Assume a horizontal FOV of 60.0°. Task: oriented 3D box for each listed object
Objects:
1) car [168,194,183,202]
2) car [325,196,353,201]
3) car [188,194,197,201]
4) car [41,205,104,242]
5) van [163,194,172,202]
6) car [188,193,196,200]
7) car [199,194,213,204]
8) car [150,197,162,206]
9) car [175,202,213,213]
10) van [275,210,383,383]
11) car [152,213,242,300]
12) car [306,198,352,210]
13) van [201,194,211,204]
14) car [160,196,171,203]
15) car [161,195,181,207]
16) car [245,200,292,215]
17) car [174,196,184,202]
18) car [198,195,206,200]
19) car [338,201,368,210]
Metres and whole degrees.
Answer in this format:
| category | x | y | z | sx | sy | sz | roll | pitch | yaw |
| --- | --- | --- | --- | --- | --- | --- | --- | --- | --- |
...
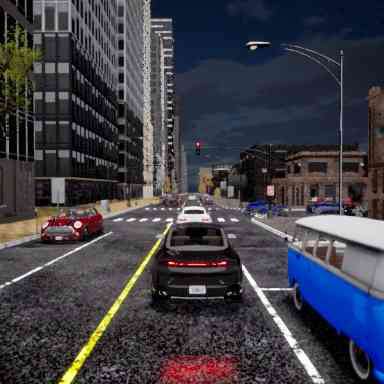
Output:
| category | x | y | z | sx | sy | sz | roll | pitch | yaw |
| --- | --- | --- | --- | --- | --- | --- | --- | --- | --- |
| car | -3.005 | 1.336 | 62.299 | 2.097 | 1.767 | 4.553 | 0 | 0 | 0 |
| car | 16.563 | 1.411 | 39.410 | 5.009 | 1.841 | 2.192 | 1 | 0 | 1 |
| car | 0.075 | 1.504 | 81.023 | 1.812 | 1.442 | 4.674 | 0 | 0 | 0 |
| car | -5.689 | 1.435 | 16.183 | 1.967 | 1.590 | 4.097 | -1 | 0 | 0 |
| van | -5.601 | 1.323 | 76.707 | 1.690 | 1.788 | 3.998 | -1 | 0 | 0 |
| car | 0.084 | 1.257 | 91.027 | 2.097 | 1.767 | 4.553 | 0 | 0 | 0 |
| car | 2.732 | 1.425 | 59.712 | 1.967 | 1.590 | 4.097 | -1 | 0 | 0 |
| car | -5.790 | 1.512 | 53.960 | 1.752 | 1.417 | 4.829 | -1 | 0 | 0 |
| car | 0.111 | 1.520 | 18.739 | 1.812 | 1.442 | 4.674 | 0 | 0 | 0 |
| van | 2.680 | 1.340 | 5.091 | 1.690 | 1.788 | 3.998 | -1 | 0 | 0 |
| car | 0.105 | 1.502 | 8.382 | 1.837 | 1.490 | 4.892 | 0 | 0 | 0 |
| car | 14.850 | 1.684 | 36.849 | 4.181 | 1.385 | 1.994 | 1 | 1 | 1 |
| van | 2.736 | 1.325 | 65.356 | 1.690 | 1.788 | 3.998 | -1 | 0 | 0 |
| car | -5.603 | 1.549 | 71.063 | 1.947 | 1.339 | 4.313 | -1 | 0 | 0 |
| car | -3.050 | 1.550 | 49.910 | 1.994 | 1.385 | 4.181 | 0 | 0 | 0 |
| car | 7.807 | 1.609 | 33.985 | 4.674 | 1.442 | 1.812 | 1 | 1 | 10 |
| car | -2.931 | 1.535 | 73.768 | 1.994 | 1.385 | 4.181 | 0 | 0 | 0 |
| car | 2.765 | 1.531 | 93.576 | 2.008 | 1.369 | 4.403 | -1 | 0 | 0 |
| car | 16.446 | 1.793 | 31.034 | 4.313 | 1.339 | 1.947 | 1 | 0 | 1 |
